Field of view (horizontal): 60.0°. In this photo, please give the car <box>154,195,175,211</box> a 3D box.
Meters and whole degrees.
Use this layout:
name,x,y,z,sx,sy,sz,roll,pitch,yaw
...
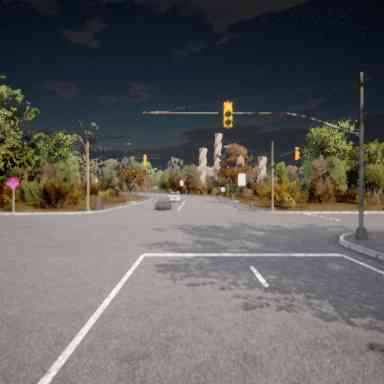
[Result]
name,x,y,z,sx,sy,sz,roll,pitch,yaw
car,-3.383,1.459,39.875,1.837,1.490,4.892,0,1,0

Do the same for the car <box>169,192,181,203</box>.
name,x,y,z,sx,sy,sz,roll,pitch,yaw
car,-3.307,1.006,65.391,2.150,2.045,5.566,0,1,0
